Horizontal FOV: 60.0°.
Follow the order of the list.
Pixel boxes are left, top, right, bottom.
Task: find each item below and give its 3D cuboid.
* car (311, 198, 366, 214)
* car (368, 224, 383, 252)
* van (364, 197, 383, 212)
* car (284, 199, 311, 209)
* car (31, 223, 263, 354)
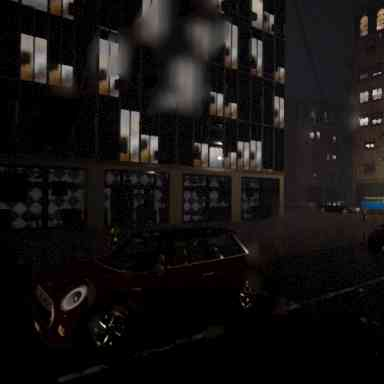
[{"bbox_3d":[15.243,1.607,34.822,2.008,1.369,4.403,0,-1,-35],"label":"car"},{"bbox_3d":[8.406,1.562,12.546,4.313,1.339,1.947,0,1,-35],"label":"car"},{"bbox_3d":[22.129,1.509,39.602,1.690,1.788,3.998,0,-1,-35],"label":"van"},{"bbox_3d":[15.698,1.771,48.854,1.752,1.417,4.829,0,-1,-35],"label":"car"},{"bbox_3d":[-0.669,1.440,6.069,4.097,1.590,1.967,0,1,-35],"label":"car"}]
